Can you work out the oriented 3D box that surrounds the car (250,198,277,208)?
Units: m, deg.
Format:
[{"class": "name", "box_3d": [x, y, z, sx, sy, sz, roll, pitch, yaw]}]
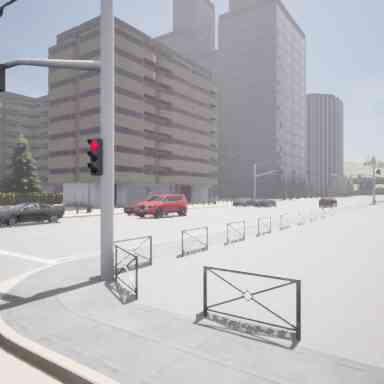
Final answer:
[{"class": "car", "box_3d": [10.710, 1.601, 48.620, 1.895, 1.301, 4.718, 0, 0, 35]}]

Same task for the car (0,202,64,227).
[{"class": "car", "box_3d": [-11.302, 1.492, 22.987, 2.128, 1.511, 4.902, 0, 0, 35]}]

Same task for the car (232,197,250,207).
[{"class": "car", "box_3d": [8.137, 1.547, 51.047, 2.033, 1.411, 5.357, 0, 0, 35]}]

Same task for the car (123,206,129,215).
[{"class": "car", "box_3d": [-4.537, 1.601, 32.808, 1.895, 1.301, 4.718, 0, 0, 35]}]

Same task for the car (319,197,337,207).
[{"class": "car", "box_3d": [20.783, 1.478, 50.716, 1.882, 1.535, 5.008, 0, 0, 35]}]

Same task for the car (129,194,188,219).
[{"class": "car", "box_3d": [-2.582, 1.221, 29.477, 2.150, 2.045, 5.566, 0, 0, 35]}]
